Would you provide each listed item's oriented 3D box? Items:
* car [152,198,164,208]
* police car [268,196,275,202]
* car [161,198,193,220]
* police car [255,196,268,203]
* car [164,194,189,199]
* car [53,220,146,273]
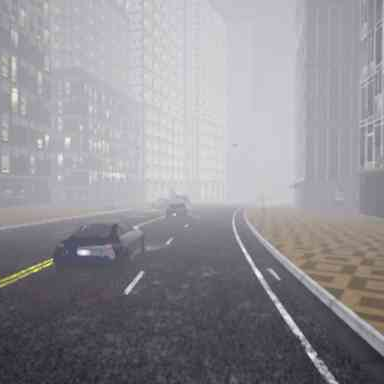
[{"bbox_3d":[-4.466,1.633,49.309,2.128,1.511,4.902,0,0,12],"label":"car"},{"bbox_3d":[21.025,1.904,92.993,1.930,1.638,5.238,1,0,24],"label":"police car"},{"bbox_3d":[-1.101,1.602,29.464,1.837,1.490,4.892,0,0,7],"label":"car"},{"bbox_3d":[17.233,1.842,84.007,1.930,1.638,5.238,0,0,22],"label":"police car"},{"bbox_3d":[-1.736,1.369,46.573,2.150,2.045,5.566,0,0,12],"label":"car"},{"bbox_3d":[-2.787,1.590,10.870,1.994,1.385,4.181,0,0,3],"label":"car"}]
